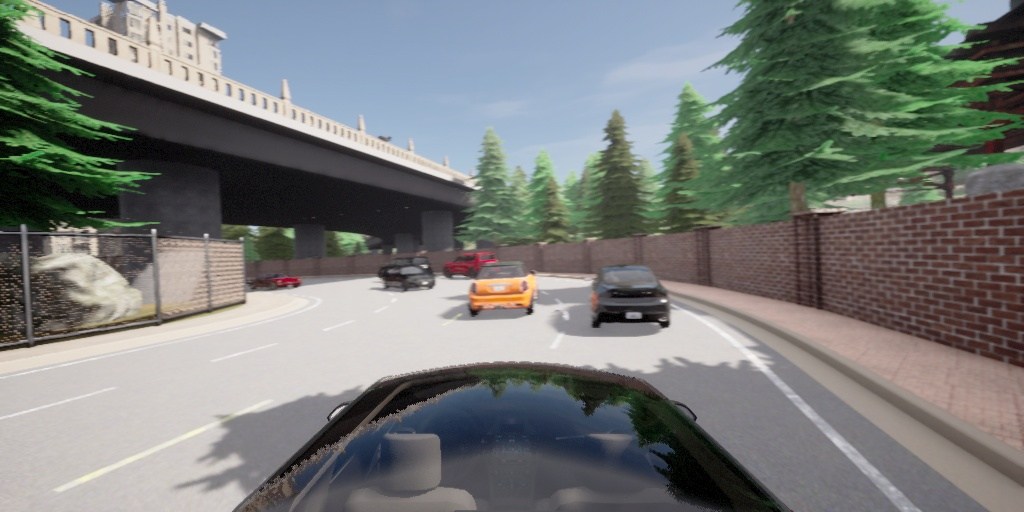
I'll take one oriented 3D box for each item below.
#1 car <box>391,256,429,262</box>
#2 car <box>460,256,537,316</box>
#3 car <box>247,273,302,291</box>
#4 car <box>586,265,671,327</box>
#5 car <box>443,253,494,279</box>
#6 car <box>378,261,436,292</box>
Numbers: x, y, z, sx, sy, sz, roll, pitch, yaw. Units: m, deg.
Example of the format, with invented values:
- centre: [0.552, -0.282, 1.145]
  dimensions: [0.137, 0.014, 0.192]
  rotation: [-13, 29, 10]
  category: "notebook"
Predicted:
- centre: [-9.068, 1.116, 30.291]
  dimensions: [5.566, 2.045, 2.150]
  rotation: [-2, 1, 38]
  category: "car"
- centre: [-0.204, 0.983, 13.085]
  dimensions: [2.097, 1.767, 4.553]
  rotation: [-3, 1, 5]
  category: "car"
- centre: [-18.649, 2.016, 28.159]
  dimensions: [4.718, 1.301, 1.895]
  rotation: [-3, 1, 30]
  category: "car"
- centre: [3.173, 0.995, 10.277]
  dimensions: [1.837, 1.490, 4.892]
  rotation: [-2, 1, 12]
  category: "car"
- centre: [-3.533, 0.833, 30.047]
  dimensions: [5.566, 2.045, 2.150]
  rotation: [-2, 1, 45]
  category: "car"
- centre: [-6.553, 1.331, 22.495]
  dimensions: [1.882, 1.535, 5.008]
  rotation: [-3, 0, -39]
  category: "car"
